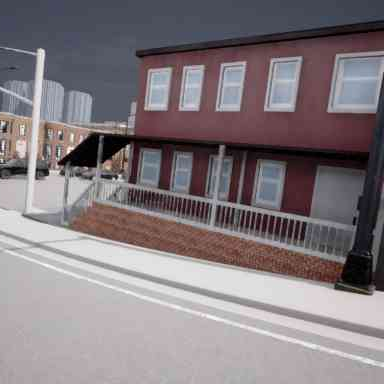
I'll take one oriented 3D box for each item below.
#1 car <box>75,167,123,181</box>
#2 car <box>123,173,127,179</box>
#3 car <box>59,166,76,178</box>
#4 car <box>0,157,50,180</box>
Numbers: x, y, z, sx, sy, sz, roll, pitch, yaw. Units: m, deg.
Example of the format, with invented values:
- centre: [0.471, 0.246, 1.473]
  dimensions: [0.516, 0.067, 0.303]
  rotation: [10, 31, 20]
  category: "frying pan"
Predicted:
- centre: [-11.178, -2.042, 40.367]
  dimensions: [1.837, 1.490, 4.892]
  rotation: [10, 6, 35]
  category: "car"
- centre: [-8.429, -2.530, 50.079]
  dimensions: [1.812, 1.442, 4.674]
  rotation: [10, 6, 35]
  category: "car"
- centre: [-14.418, -2.500, 41.804]
  dimensions: [1.994, 1.385, 4.181]
  rotation: [11, 6, 36]
  category: "car"
- centre: [-16.789, -2.326, 32.505]
  dimensions: [2.150, 2.045, 5.566]
  rotation: [10, 6, 36]
  category: "car"
